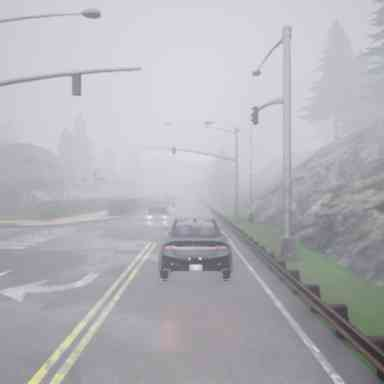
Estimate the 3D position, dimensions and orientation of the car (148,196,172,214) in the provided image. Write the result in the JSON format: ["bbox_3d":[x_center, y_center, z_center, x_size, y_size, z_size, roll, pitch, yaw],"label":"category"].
[{"bbox_3d":[-3.586,1.584,36.404,1.882,1.535,5.008,0,0,0],"label":"car"}]

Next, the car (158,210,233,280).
[{"bbox_3d":[0.082,1.521,10.027,2.128,1.511,4.902,0,0,0],"label":"car"}]

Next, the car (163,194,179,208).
[{"bbox_3d":[-3.564,1.370,50.840,2.150,2.045,5.566,0,0,0],"label":"car"}]
